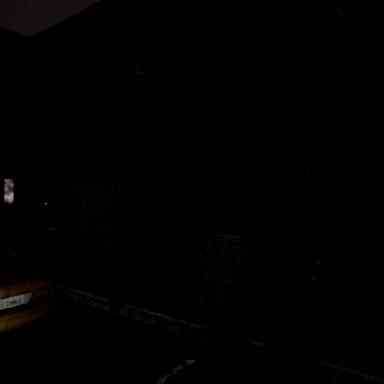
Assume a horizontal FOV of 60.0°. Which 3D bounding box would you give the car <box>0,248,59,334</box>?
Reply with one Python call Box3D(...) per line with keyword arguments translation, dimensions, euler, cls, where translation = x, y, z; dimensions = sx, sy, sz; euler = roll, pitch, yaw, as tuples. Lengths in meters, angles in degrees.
Box3D(translation=(-4.353, 1.476, 5.989), dimensions=(4.829, 1.417, 1.752), euler=(0, 0, 36), cls="car")
